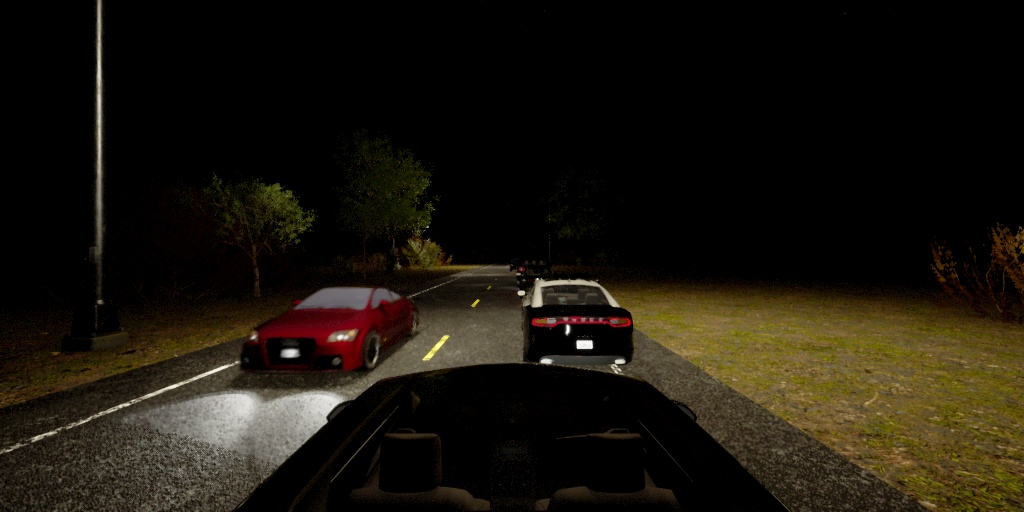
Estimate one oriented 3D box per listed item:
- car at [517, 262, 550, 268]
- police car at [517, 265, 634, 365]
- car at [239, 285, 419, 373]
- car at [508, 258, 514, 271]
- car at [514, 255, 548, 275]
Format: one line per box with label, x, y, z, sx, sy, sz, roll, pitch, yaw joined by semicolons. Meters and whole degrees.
car;1.305;1.250;18.039;1.837;1.490;4.892;0;0;1
police car;1.164;1.174;8.151;1.930;1.638;5.238;0;0;1
car;-3.396;1.313;7.519;1.994;1.385;4.181;0;0;1
car;0.700;1.233;46.572;1.812;1.442;4.674;0;0;1
car;1.389;0.964;24.069;2.150;2.045;5.566;0;0;1
